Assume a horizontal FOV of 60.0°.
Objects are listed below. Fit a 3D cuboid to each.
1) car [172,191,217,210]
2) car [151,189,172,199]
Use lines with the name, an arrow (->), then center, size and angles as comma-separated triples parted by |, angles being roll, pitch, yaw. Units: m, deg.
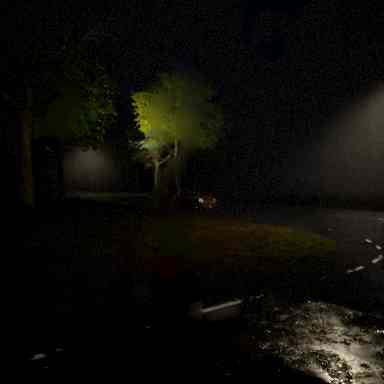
car -> 0.387, 0.720, 32.208 | 2.097, 1.767, 4.553 | -2, 2, -36
car -> -4.555, 0.210, 51.169 | 2.128, 1.511, 4.902 | -2, 2, -35
